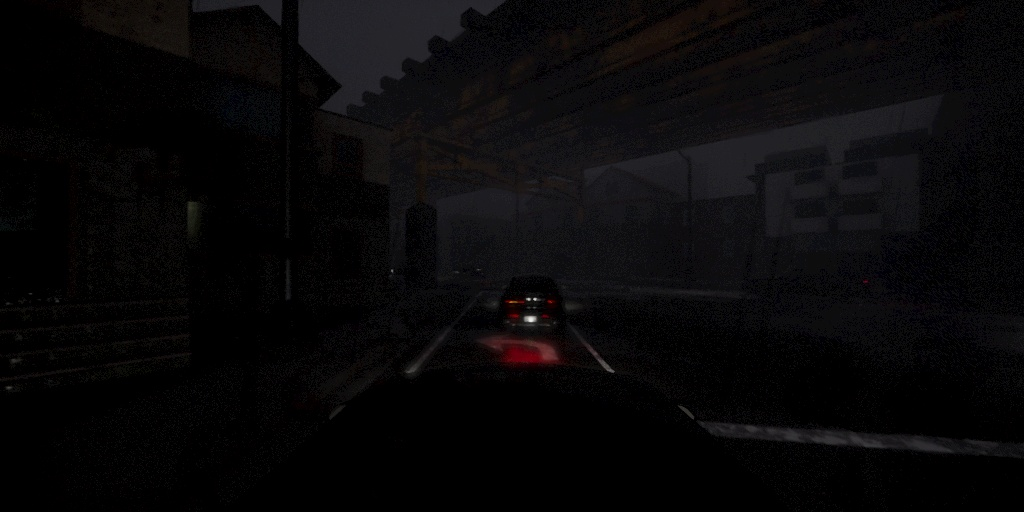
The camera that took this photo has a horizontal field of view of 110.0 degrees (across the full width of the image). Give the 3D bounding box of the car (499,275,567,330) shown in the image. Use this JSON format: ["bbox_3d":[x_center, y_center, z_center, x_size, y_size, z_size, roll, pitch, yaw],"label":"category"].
[{"bbox_3d":[0.690,1.353,11.524,1.837,1.490,4.892,0,0,5],"label":"car"}]

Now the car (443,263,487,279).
[{"bbox_3d":[-4.653,1.588,37.378,2.128,1.511,4.902,1,-1,-45],"label":"car"}]

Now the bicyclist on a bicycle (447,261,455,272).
[{"bbox_3d":[-8.633,1.538,51.729,1.656,1.620,0.582,0,-1,-45],"label":"bicyclist on a bicycle"}]

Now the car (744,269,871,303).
[{"bbox_3d":[14.574,1.403,18.009,2.128,1.511,4.902,1,-1,-45],"label":"car"}]

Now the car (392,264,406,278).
[{"bbox_3d":[-11.258,1.614,38.794,1.837,1.490,4.892,1,-1,-45],"label":"car"}]
